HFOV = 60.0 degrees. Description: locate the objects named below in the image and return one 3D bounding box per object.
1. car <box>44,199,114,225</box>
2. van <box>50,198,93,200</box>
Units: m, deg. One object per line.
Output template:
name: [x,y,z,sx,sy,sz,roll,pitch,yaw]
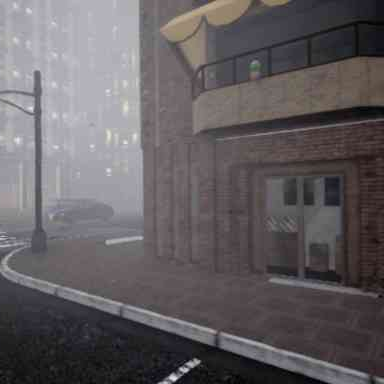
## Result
car: [-7.804,1.466,23.655,2.128,1.511,4.902,-1,-1,35]
van: [-9.379,1.357,25.899,1.690,1.788,3.998,-1,-1,36]
